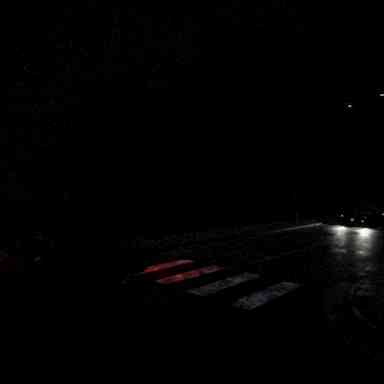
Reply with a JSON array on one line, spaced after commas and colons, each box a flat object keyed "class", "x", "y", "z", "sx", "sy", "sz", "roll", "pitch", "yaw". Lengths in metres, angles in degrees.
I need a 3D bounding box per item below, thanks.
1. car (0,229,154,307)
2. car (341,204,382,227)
[{"class": "car", "x": -3.191, "y": 1.540, "z": 7.229, "sx": 1.895, "sy": 1.301, "sz": 4.718, "roll": 1, "pitch": 0, "yaw": 42}, {"class": "car", "x": 12.558, "y": 1.661, "z": 24.506, "sx": 1.837, "sy": 1.490, "sz": 4.892, "roll": 2, "pitch": 1, "yaw": 42}]
